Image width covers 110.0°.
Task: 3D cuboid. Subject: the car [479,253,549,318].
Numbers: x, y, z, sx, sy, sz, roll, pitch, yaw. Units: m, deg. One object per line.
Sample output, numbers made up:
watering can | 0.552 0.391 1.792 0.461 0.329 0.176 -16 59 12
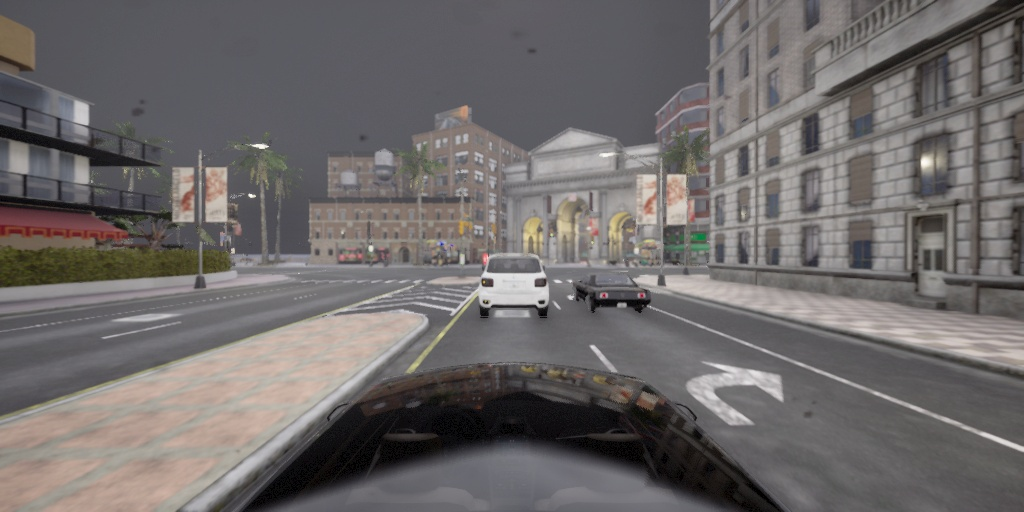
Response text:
car | 0.056 0.912 12.917 2.150 2.045 5.566 0 0 0

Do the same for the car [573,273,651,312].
car | 3.560 1.287 13.749 1.895 1.301 4.718 0 0 0
